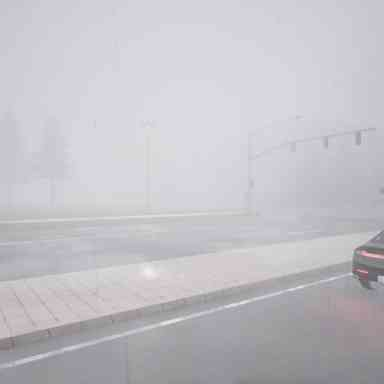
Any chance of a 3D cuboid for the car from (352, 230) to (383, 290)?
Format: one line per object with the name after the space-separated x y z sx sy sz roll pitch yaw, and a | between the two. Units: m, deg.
5.717 1.492 7.848 4.902 1.511 2.128 0 0 -36 | car
